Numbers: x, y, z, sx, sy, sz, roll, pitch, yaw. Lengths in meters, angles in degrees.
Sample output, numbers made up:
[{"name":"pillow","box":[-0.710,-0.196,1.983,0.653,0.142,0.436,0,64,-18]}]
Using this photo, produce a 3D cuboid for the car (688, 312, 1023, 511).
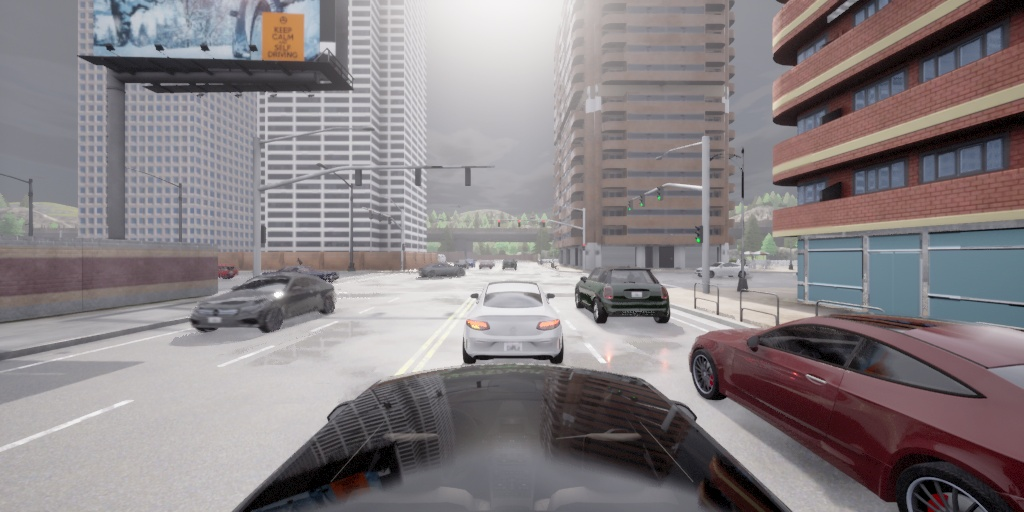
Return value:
[{"name":"car","box":[3.580,1.276,3.482,1.812,1.442,4.674,0,0,0]}]

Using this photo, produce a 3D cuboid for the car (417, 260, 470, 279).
[{"name":"car","box":[-6.388,1.313,32.507,4.181,1.385,1.994,0,0,-35]}]

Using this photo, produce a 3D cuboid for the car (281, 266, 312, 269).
[{"name":"car","box":[-14.838,1.350,25.433,4.718,1.301,1.895,0,0,5]}]

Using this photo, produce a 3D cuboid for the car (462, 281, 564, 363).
[{"name":"car","box":[0.017,1.276,7.986,1.812,1.442,4.674,0,0,0]}]

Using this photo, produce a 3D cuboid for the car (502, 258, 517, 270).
[{"name":"car","box":[-0.362,1.101,54.219,2.097,1.767,4.553,0,0,0]}]

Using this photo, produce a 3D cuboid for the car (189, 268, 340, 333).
[{"name":"car","box":[-7.104,1.275,10.906,1.812,1.442,4.674,0,0,0]}]

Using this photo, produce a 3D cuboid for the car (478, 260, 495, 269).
[{"name":"car","box":[-4.012,1.274,55.012,1.812,1.442,4.674,0,0,-1]}]

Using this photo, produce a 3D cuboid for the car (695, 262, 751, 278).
[{"name":"car","box":[19.387,1.275,33.064,4.674,1.442,1.812,0,0,0]}]

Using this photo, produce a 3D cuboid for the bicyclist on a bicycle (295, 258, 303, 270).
[{"name":"bicyclist on a bicycle","box":[-25.974,1.049,43.748,0.582,1.620,1.656,0,0,0]}]

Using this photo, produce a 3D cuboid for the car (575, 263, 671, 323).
[{"name":"car","box":[3.499,1.102,12.201,2.097,1.767,4.553,0,0,0]}]

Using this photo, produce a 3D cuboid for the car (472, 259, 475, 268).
[{"name":"car","box":[-7.549,1.226,62.991,1.882,1.535,5.008,0,0,0]}]

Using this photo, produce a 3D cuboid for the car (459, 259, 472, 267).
[{"name":"car","box":[-7.498,1.226,52.970,1.882,1.535,5.008,0,0,0]}]

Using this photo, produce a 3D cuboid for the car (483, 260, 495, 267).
[{"name":"car","box":[-4.052,1.349,64.993,1.895,1.301,4.718,0,0,0]}]

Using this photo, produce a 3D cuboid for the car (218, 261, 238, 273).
[{"name":"car","box":[-25.665,0.967,29.267,5.566,2.045,2.150,0,0,0]}]
